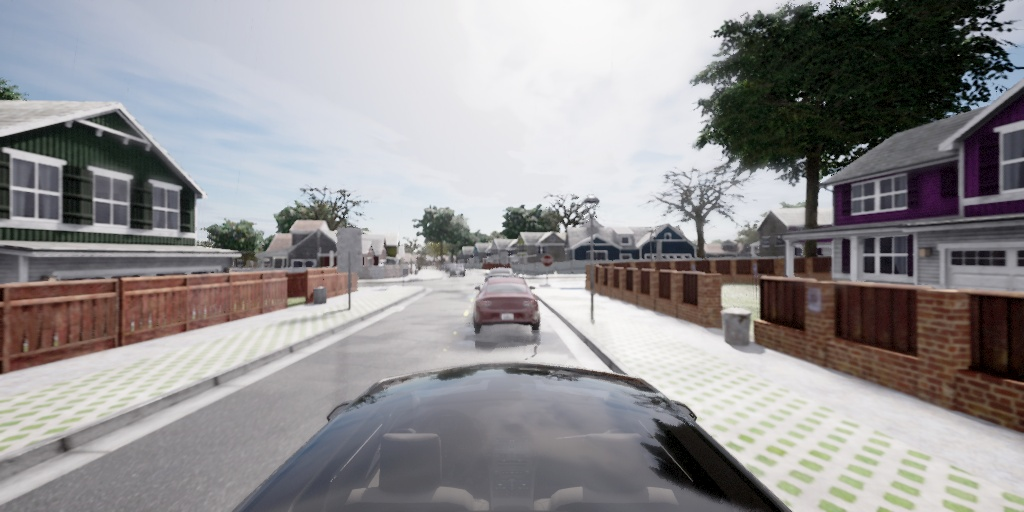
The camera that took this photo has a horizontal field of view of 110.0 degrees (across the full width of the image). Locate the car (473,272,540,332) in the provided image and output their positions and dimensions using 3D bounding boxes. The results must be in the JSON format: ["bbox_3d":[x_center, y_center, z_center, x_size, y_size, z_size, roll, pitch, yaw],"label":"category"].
[{"bbox_3d":[-0.206,1.380,11.258,1.812,1.442,4.674,0,-1,-2],"label":"car"}]

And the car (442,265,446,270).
[{"bbox_3d":[-10.397,2.126,61.981,2.128,1.511,4.902,0,-1,-13],"label":"car"}]

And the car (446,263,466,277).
[{"bbox_3d":[-6.808,1.830,44.769,2.128,1.511,4.902,0,-1,-10],"label":"car"}]

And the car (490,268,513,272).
[{"bbox_3d":[-0.619,1.488,21.933,1.837,1.490,4.892,0,-1,0],"label":"car"}]
